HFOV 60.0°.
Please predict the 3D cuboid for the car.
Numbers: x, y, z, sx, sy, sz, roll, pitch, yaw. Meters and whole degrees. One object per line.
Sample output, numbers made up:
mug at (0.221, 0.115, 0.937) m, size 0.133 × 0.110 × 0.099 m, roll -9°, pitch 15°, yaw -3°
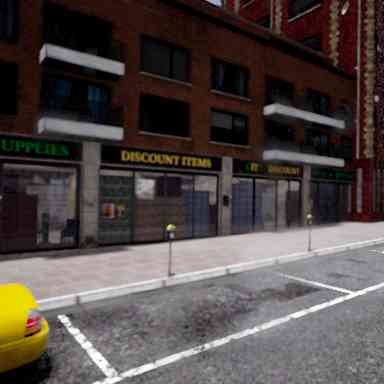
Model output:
car at (-4.034, 1.535, 3.189) m, size 4.829 × 1.417 × 1.752 m, roll 0°, pitch 2°, yaw -36°
